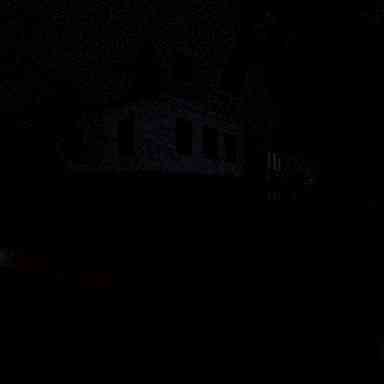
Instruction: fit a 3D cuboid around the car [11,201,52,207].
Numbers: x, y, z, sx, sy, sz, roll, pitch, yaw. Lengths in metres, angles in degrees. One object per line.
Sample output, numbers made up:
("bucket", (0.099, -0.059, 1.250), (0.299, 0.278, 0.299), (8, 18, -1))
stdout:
("car", (-14.643, 1.519, 29.155), (2.033, 1.411, 5.357), (0, 0, 29))
